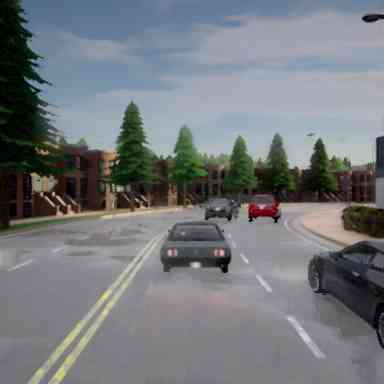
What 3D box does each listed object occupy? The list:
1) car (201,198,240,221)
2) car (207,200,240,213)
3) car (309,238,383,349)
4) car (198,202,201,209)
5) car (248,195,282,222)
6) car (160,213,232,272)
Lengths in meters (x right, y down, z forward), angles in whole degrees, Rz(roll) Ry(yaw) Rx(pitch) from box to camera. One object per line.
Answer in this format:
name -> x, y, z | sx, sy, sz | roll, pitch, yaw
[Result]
car -> 2.559, 1.349, 27.218 | 2.097, 1.767, 4.553 | 0, 0, 17
car -> 3.765, 1.597, 38.586 | 1.895, 1.301, 4.718 | 0, 0, 33
car -> 3.586, 1.529, 5.801 | 1.812, 1.442, 4.674 | 0, 0, 0
car -> 2.734, 1.485, 43.122 | 2.128, 1.511, 4.902 | 0, 0, 37
car -> 5.885, 1.224, 26.555 | 2.150, 2.045, 5.566 | 0, 0, 18
car -> 0.130, 1.599, 10.800 | 1.895, 1.301, 4.718 | 0, 0, 1
